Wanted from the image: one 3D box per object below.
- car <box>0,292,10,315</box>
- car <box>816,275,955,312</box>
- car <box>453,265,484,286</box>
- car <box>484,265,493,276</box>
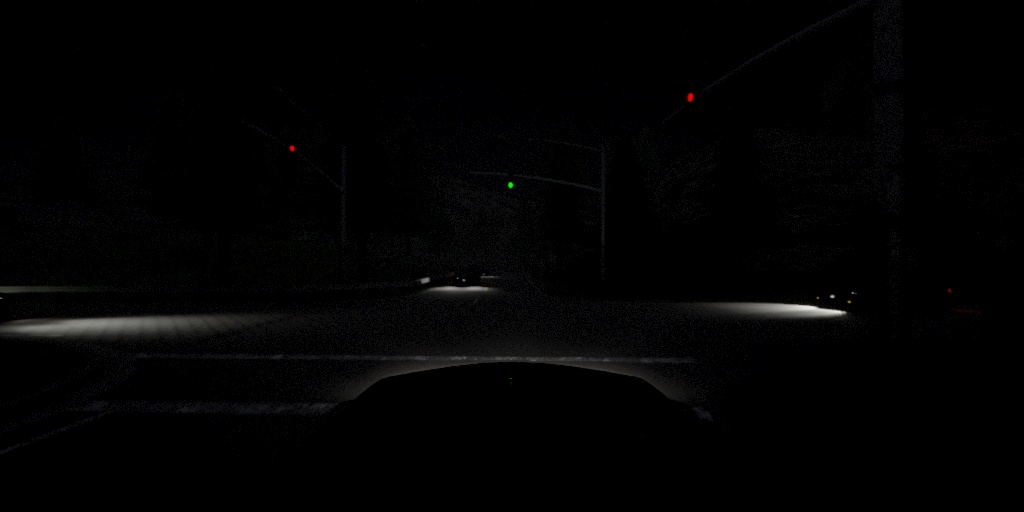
[{"bbox_3d":[-18.740,1.340,11.033,4.902,1.511,2.128,0,-1,0],"label":"car"},{"bbox_3d":[14.985,1.456,14.544,4.181,1.385,1.994,0,-1,0],"label":"car"},{"bbox_3d":[-3.609,1.591,29.224,1.837,1.490,4.892,0,-1,0],"label":"car"},{"bbox_3d":[-3.470,1.843,46.345,2.033,1.411,5.357,0,-1,0],"label":"car"}]
